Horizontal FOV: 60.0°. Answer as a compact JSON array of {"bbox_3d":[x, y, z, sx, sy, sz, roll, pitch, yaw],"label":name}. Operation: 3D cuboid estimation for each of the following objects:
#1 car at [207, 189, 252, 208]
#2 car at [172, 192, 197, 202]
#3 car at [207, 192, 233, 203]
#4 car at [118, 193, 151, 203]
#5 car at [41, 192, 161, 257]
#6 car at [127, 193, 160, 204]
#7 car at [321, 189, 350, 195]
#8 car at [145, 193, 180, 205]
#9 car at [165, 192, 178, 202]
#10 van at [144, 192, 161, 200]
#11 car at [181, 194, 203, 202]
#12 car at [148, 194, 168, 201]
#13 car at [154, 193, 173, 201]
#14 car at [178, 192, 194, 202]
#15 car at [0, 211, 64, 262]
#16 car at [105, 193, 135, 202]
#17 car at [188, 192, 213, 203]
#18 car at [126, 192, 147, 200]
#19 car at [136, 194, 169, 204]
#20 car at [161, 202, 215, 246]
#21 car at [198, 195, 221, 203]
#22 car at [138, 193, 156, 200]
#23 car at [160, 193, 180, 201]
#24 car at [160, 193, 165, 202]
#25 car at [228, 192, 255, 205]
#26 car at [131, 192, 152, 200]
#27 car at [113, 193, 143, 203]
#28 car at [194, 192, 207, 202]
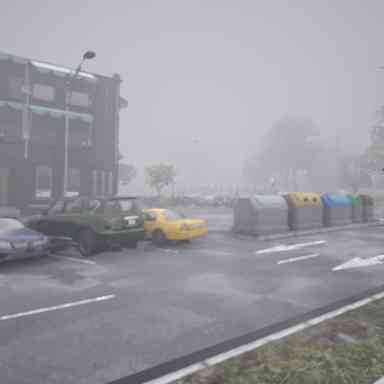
[{"bbox_3d":[4.343,0.711,34.611,2.435,2.045,5.566,1,0,35],"label":"car"},{"bbox_3d":[-1.568,1.106,72.936,2.435,2.045,5.566,1,-2,35],"label":"car"},{"bbox_3d":[5.329,1.104,63.005,2.435,2.045,5.566,1,-2,35],"label":"car"},{"bbox_3d":[-9.247,0.962,53.927,1.946,1.575,5.366,1,0,35],"label":"car"},{"bbox_3d":[-4.252,1.177,12.916,5.566,2.045,2.435,-1,0,35],"label":"car"},{"bbox_3d":[-7.453,0.966,51.646,2.097,1.535,5.008,0,-1,35],"label":"car"},{"bbox_3d":[19.106,1.100,43.146,2.435,2.045,5.566,1,-2,35],"label":"car"},{"bbox_3d":[-4.084,0.966,46.784,2.231,1.521,4.892,0,-1,35],"label":"car"},{"bbox_3d":[-0.731,0.838,41.905,2.185,1.767,4.553,0,-1,35],"label":"car"},{"bbox_3d":[-10.137,1.135,85.421,1.878,1.987,4.442,1,-2,35],"label":"van"},{"bbox_3d":[0.028,1.346,70.270,1.946,1.575,5.366,1,-1,35],"label":"car"},{"bbox_3d":[-8.477,1.359,82.839,2.231,1.521,4.892,1,-1,35],"label":"car"},{"bbox_3d":[-6.788,1.230,80.335,2.185,1.767,4.553,1,-2,35],"label":"car"},{"bbox_3d":[0.972,0.964,39.494,2.231,1.521,4.892,0,-1,35],"label":"car"},{"bbox_3d":[-6.683,1.498,11.161,4.674,1.452,2.002,-1,-1,35],"label":"car"},{"bbox_3d":[-12.620,0.962,58.788,1.946,1.575,5.366,1,0,35],"label":"car"},{"bbox_3d":[1.841,1.103,67.922,2.435,2.045,5.566,1,-1,35],"label":"car"},{"bbox_3d":[-15.364,1.105,92.799,2.435,2.045,5.566,1,-2,35],"label":"car"},{"bbox_3d":[-5.784,0.994,49.194,2.163,1.488,4.792,1,0,35],"label":"car"},{"bbox_3d":[-1.909,1.391,14.757,5.366,1.575,1.946,-1,0,35],"label":"car"},{"bbox_3d":[3.563,1.356,65.457,2.231,1.521,4.892,1,-2,35],"label":"car"},{"bbox_3d":[-11.902,1.232,87.827,2.185,1.767,4.553,1,-1,35],"label":"car"},{"bbox_3d":[-5.054,1.230,77.851,2.185,1.767,4.553,1,-2,35],"label":"car"},{"bbox_3d":[-2.299,0.963,44.514,1.946,1.575,5.366,0,-1,35],"label":"car"},{"bbox_3d":[8.744,1.101,57.990,2.435,2.045,5.566,1,-1,35],"label":"car"},{"bbox_3d":[-13.652,1.104,90.262,2.435,2.045,5.566,1,-1,35],"label":"car"},{"bbox_3d":[-10.836,0.966,56.516,2.097,1.535,5.008,1,0,35],"label":"car"},{"bbox_3d":[2.662,1.003,37.067,2.002,1.452,4.674,1,0,35],"label":"car"}]
